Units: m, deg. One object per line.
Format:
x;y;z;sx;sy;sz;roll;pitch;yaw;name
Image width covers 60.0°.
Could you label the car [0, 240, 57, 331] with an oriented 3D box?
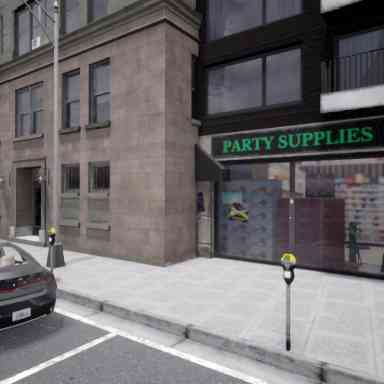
-4.259;1.550;6.123;4.403;1.369;2.008;0;0;36;car
